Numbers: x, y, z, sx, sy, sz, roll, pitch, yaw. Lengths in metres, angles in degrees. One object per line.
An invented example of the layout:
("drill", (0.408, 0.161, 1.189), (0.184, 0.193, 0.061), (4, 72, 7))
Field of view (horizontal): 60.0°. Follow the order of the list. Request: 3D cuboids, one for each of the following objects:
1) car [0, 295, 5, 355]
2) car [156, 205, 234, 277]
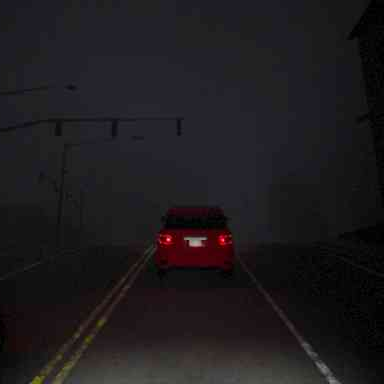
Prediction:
("car", (-3.603, 1.399, 2.629), (2.097, 1.767, 4.553), (0, -1, 0))
("car", (0.093, 1.451, 11.123), (2.150, 2.045, 5.566), (0, -1, 0))
